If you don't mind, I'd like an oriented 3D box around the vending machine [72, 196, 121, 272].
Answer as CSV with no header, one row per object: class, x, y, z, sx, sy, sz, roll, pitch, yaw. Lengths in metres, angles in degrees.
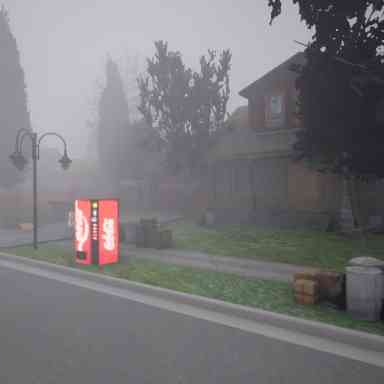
vending machine,-2.889,1.196,10.100,0.880,2.100,1.100,0,0,36
